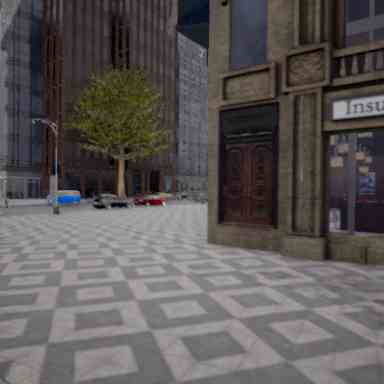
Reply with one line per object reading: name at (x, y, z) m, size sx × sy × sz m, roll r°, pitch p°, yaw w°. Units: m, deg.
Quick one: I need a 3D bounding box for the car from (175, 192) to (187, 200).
car at (-1.888, 0.627, 57.193) m, size 2.008 × 1.369 × 4.403 m, roll 2°, pitch 2°, yaw 36°

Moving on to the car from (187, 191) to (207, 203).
car at (1.737, 0.840, 47.655) m, size 2.008 × 1.369 × 4.403 m, roll 2°, pitch 2°, yaw 36°

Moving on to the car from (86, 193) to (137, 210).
car at (-8.136, 1.080, 33.995) m, size 1.947 × 1.339 × 4.313 m, roll 2°, pitch 2°, yaw 36°

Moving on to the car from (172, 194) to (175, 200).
car at (-5.277, 0.686, 52.502) m, size 1.752 × 1.417 × 4.829 m, roll 2°, pitch 2°, yaw 36°

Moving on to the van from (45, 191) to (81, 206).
van at (-15.048, 0.724, 38.975) m, size 1.690 × 1.788 × 3.998 m, roll 2°, pitch 2°, yaw 36°

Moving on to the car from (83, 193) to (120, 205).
car at (-11.761, 0.864, 43.532) m, size 2.008 × 1.369 × 4.403 m, roll 2°, pitch 2°, yaw 36°

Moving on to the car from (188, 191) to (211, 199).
car at (1.402, 0.546, 61.746) m, size 2.008 × 1.369 × 4.403 m, roll 2°, pitch 2°, yaw 36°

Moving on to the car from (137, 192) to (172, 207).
car at (-4.845, 0.989, 38.546) m, size 1.887 × 1.381 × 4.507 m, roll 2°, pitch 2°, yaw 36°
